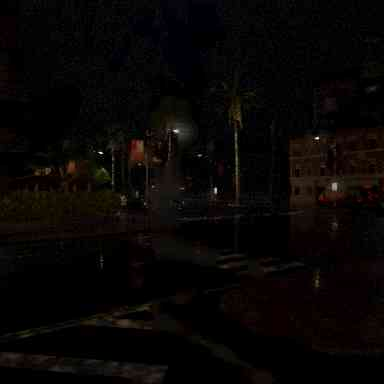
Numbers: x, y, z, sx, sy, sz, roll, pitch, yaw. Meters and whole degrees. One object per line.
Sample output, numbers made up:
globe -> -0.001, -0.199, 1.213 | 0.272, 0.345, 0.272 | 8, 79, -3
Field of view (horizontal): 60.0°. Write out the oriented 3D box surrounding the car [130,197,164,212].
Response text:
car -> -5.563, 1.352, 38.869 | 2.097, 1.767, 4.553 | 0, 0, -35

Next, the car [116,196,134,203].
car -> -13.861, 1.522, 68.716 | 1.812, 1.442, 4.674 | 0, 0, -39

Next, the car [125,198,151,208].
car -> -7.898, 1.601, 48.287 | 1.895, 1.301, 4.718 | 0, 0, -35

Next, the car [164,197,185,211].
car -> -2.729, 1.352, 40.929 | 2.097, 1.767, 4.553 | 0, 0, -35
